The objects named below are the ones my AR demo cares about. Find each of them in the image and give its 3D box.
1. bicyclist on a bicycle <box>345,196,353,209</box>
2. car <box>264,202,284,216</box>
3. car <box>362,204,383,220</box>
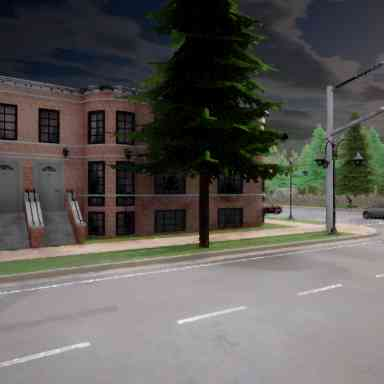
[{"bbox_3d":[19.180,1.301,40.651,1.656,1.620,0.582,0,0,-31],"label":"bicyclist on a bicycle"},{"bbox_3d":[6.824,1.601,33.111,1.895,1.301,4.718,0,0,-31],"label":"car"},{"bbox_3d":[15.474,1.563,25.643,1.994,1.385,4.181,0,0,-33],"label":"car"}]
